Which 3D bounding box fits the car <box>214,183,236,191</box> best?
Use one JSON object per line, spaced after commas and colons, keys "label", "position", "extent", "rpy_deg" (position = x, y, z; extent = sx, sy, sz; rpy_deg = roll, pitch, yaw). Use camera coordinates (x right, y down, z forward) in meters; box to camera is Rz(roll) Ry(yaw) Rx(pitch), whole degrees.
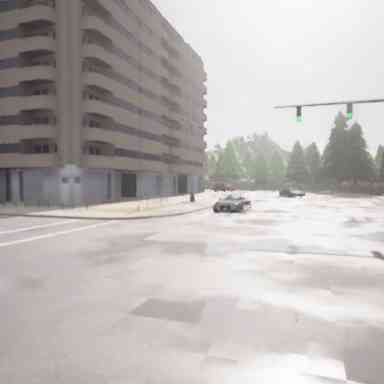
{"label": "car", "position": [7.030, -1.011, 71.275], "extent": [2.150, 2.045, 5.566], "rpy_deg": [-1, 2, -32]}

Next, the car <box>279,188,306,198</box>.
{"label": "car", "position": [14.007, 0.093, 46.794], "extent": [2.033, 1.411, 5.357], "rpy_deg": [0, 2, -8]}

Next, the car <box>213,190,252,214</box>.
{"label": "car", "position": [3.003, 0.848, 24.065], "extent": [1.994, 1.385, 4.181], "rpy_deg": [1, 3, 24]}
